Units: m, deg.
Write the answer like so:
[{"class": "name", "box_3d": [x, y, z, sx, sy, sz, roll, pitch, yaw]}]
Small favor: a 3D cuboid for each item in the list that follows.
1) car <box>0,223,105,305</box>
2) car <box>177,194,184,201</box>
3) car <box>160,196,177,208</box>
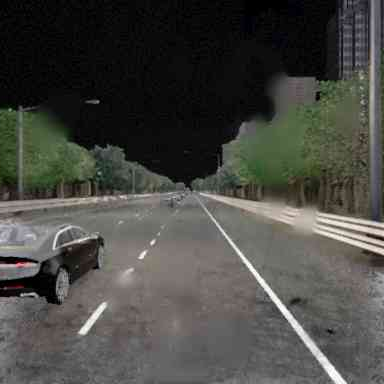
[{"class": "car", "box_3d": [-3.502, 1.493, 8.064, 2.128, 1.511, 4.902, 0, 0, 0]}, {"class": "car", "box_3d": [-3.501, 1.515, 76.877, 1.895, 1.301, 4.718, 0, 0, 0]}, {"class": "car", "box_3d": [-3.501, 1.472, 47.199, 1.837, 1.490, 4.892, 0, 0, 0]}]
